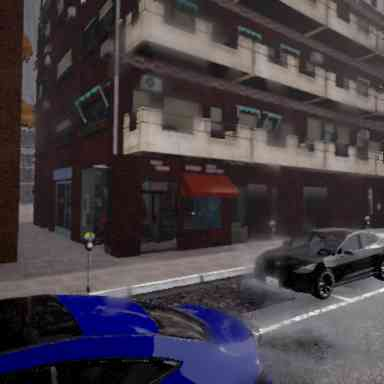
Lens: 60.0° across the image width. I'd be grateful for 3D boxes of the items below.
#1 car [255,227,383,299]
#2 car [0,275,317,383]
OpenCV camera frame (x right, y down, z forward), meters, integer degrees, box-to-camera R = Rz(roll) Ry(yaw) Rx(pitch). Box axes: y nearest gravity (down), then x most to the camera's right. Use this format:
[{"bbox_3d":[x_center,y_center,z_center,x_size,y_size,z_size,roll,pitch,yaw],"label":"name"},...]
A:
[{"bbox_3d":[3.562,1.629,8.638,4.313,1.339,1.947,1,0,-35],"label":"car"},{"bbox_3d":[-1.460,1.525,2.030,4.674,1.442,1.812,1,0,-36],"label":"car"}]
